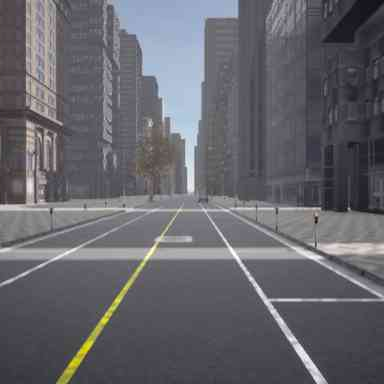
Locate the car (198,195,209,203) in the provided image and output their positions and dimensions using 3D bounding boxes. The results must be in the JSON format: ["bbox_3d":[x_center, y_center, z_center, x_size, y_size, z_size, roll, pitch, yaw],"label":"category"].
[{"bbox_3d":[2.387,1.338,70.047,2.097,1.767,4.553,0,0,0],"label":"car"}]
